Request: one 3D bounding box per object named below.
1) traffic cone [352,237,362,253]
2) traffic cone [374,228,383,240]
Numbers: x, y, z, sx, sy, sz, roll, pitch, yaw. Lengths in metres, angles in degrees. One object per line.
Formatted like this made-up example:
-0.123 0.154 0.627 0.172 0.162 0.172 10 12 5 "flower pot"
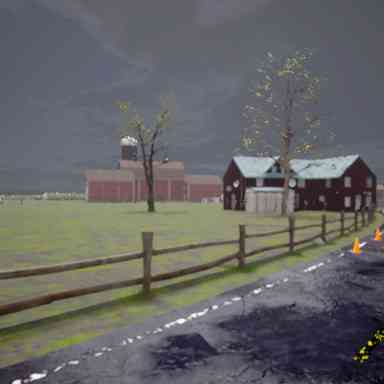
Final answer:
6.626 2.118 13.355 0.340 0.580 0.340 0 -1 39 "traffic cone"
9.652 2.175 17.229 0.340 0.580 0.340 0 -1 37 "traffic cone"
